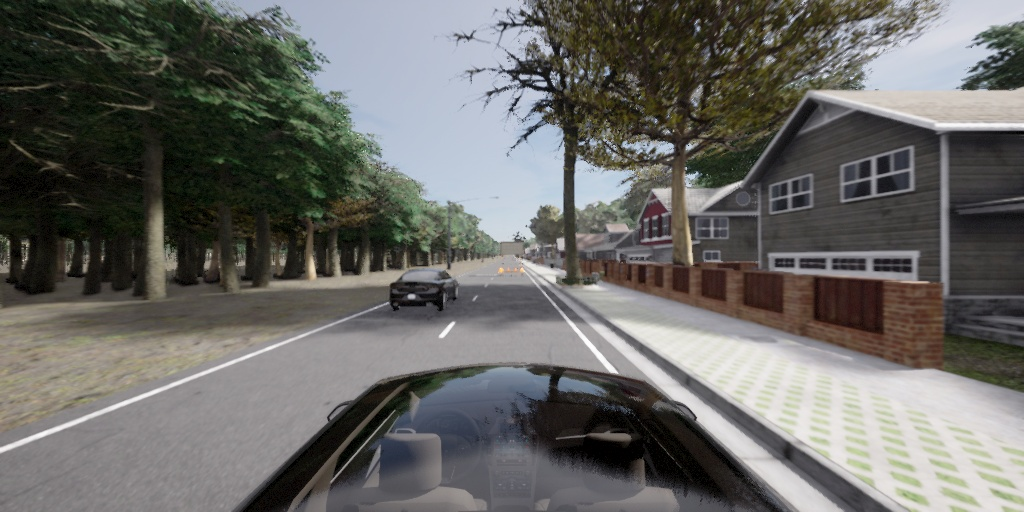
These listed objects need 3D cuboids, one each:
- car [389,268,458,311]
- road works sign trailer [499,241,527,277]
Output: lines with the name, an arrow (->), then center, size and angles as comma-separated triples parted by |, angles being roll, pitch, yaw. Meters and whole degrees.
car -> -3.402, 1.232, 14.632 | 1.882, 1.535, 5.008 | 0, 0, 0
road works sign trailer -> -0.007, 0.247, 36.197 | 2.380, 3.560, 2.880 | 0, 0, 0
